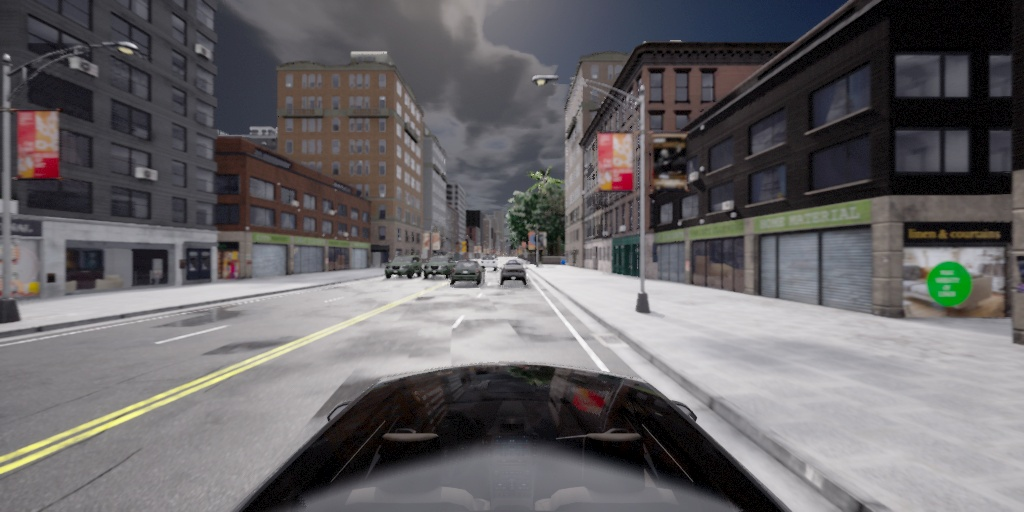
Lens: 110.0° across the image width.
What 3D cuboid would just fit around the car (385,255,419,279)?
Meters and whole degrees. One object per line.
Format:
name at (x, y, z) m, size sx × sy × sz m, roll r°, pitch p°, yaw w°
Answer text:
car at (-9.752, 0.963, 32.816) m, size 2.150 × 2.045 × 5.566 m, roll 0°, pitch 0°, yaw 0°

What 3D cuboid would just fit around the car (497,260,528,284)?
car at (0.099, 1.251, 26.540) m, size 1.837 × 1.490 × 4.892 m, roll 0°, pitch 0°, yaw 0°

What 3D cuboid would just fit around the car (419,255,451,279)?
car at (-6.502, 0.964, 32.816) m, size 2.150 × 2.045 × 5.566 m, roll 0°, pitch 0°, yaw 0°

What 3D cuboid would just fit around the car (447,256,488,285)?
car at (-3.151, 1.098, 26.347) m, size 2.097 × 1.767 × 4.553 m, roll 0°, pitch 0°, yaw 0°

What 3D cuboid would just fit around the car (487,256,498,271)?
car at (-3.153, 0.969, 49.561) m, size 2.150 × 2.045 × 5.566 m, roll 0°, pitch 0°, yaw 0°
